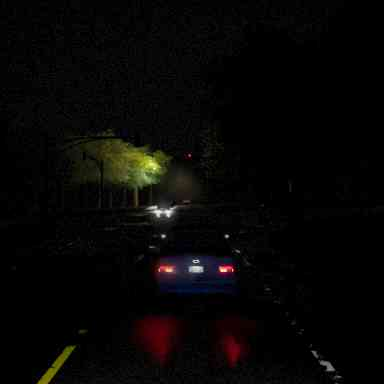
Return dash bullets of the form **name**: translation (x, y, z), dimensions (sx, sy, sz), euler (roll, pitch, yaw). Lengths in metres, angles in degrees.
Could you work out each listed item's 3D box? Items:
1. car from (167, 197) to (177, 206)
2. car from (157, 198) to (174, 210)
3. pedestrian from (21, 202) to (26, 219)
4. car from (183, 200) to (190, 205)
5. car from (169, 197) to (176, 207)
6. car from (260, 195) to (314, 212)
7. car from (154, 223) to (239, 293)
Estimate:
- **car**: translation (-4.761, 2.226, 79.318), dimensions (2.150, 2.045, 5.566), euler (0, -1, -1)
- **car**: translation (-4.182, 2.000, 49.804), dimensions (1.895, 1.301, 4.718), euler (0, -1, -1)
- **pedestrian**: translation (-18.100, 1.917, 35.640), dimensions (0.375, 1.860, 0.375), euler (0, 1, 2)
- **car**: translation (-1.526, 2.963, 90.978), dimensions (1.895, 1.301, 4.718), euler (0, -2, -1)
- **car**: translation (-4.370, 1.910, 58.908), dimensions (2.097, 1.767, 4.553), euler (0, -1, -1)
- **car**: translation (8.978, 1.113, 31.719), dimensions (4.892, 1.490, 1.837), euler (-2, 0, 16)
- **car**: translation (0.087, 1.550, 8.974), dimensions (2.033, 1.411, 5.357), euler (0, 0, 0)
